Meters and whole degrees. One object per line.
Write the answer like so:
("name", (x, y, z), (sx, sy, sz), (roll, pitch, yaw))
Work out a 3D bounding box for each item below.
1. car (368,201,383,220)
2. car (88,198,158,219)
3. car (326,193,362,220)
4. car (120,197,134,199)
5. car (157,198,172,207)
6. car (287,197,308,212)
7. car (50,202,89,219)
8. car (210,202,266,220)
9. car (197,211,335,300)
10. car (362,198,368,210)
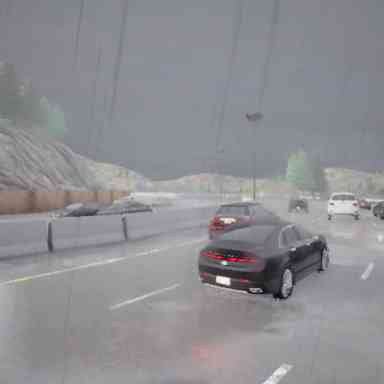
("car", (15.714, 1.399, 26.502), (2.033, 1.411, 5.357), (0, 0, 21))
("car", (-4.824, 1.451, 24.066), (1.837, 1.490, 4.892), (0, 0, 28))
("car", (12.232, 1.086, 27.158), (2.150, 2.045, 5.566), (0, 0, 22))
("car", (-8.499, 1.380, 43.213), (1.882, 1.535, 5.008), (0, 0, 13))
("car", (-4.176, 1.474, 46.791), (1.895, 1.301, 4.718), (0, 0, 9))
("car", (11.268, 1.345, 35.435), (1.837, 1.490, 4.892), (0, 0, 16))
("car", (-8.315, 1.484, 24.900), (1.812, 1.442, 4.674), (0, 0, 29))
("car", (2.612, 1.293, 15.721), (2.097, 1.767, 4.553), (0, 0, 32))
("car", (2.036, 1.470, 8.467), (1.837, 1.490, 4.892), (0, 1, 36))
("car", (19.217, 1.363, 38.658), (1.994, 1.385, 4.181), (0, 0, 12))
